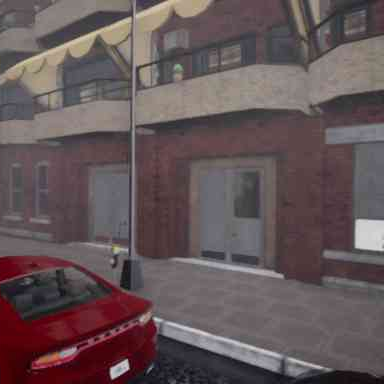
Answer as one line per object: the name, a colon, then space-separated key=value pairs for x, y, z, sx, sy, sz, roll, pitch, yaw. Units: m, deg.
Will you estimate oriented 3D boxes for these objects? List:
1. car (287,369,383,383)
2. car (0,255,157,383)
car: x=2.107 y=1.566 z=1.166 sx=4.313 sy=1.339 sz=1.947 roll=0 pitch=1 yaw=36
car: x=-2.504 y=1.544 z=4.457 sx=4.507 sy=1.381 sz=1.887 roll=0 pitch=1 yaw=36
